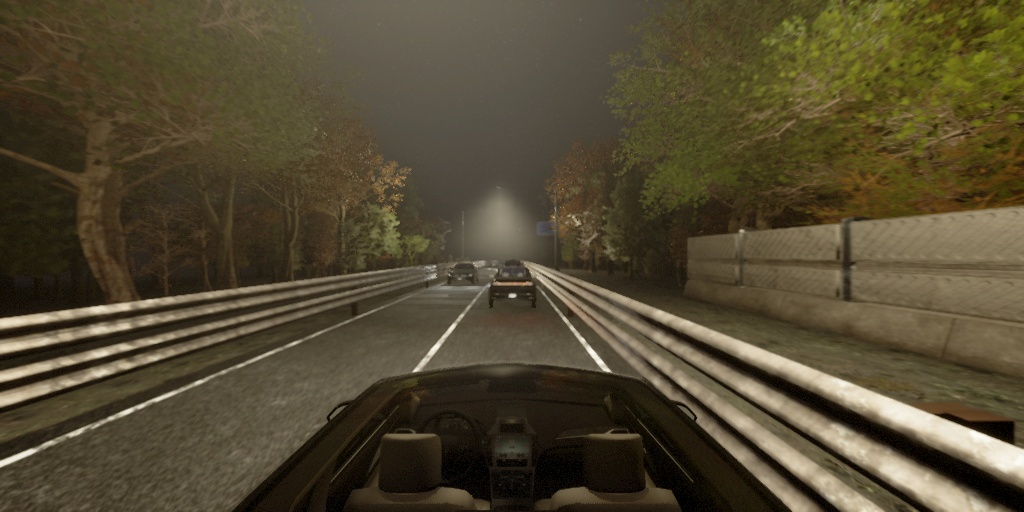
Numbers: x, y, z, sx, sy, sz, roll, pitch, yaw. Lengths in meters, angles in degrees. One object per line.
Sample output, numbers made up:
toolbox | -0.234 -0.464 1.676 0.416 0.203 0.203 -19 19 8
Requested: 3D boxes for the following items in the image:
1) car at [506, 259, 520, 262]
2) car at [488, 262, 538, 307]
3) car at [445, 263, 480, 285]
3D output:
car | 0.087 1.075 35.125 2.097 1.767 4.553 0 0 0
car | 0.042 1.177 14.975 2.128 1.511 4.902 0 0 1
car | -3.352 1.208 25.316 1.812 1.442 4.674 0 0 0
